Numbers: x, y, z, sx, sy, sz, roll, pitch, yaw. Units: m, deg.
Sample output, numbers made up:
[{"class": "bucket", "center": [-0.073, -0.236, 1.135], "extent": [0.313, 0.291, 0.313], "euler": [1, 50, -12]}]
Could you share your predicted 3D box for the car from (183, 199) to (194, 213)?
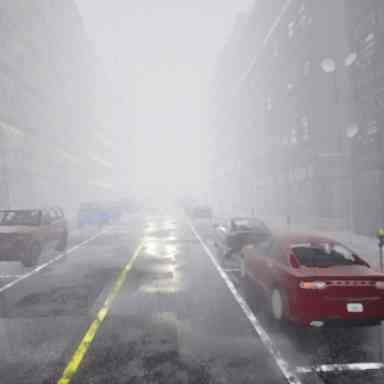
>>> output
[{"class": "car", "center": [0.376, 1.722, 34.628], "extent": [1.887, 1.381, 4.507], "euler": [1, 0, -4]}]

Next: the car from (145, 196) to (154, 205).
[{"class": "car", "center": [-10.059, 1.907, 72.794], "extent": [2.192, 1.841, 5.009], "euler": [1, -1, -4]}]

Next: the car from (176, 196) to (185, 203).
[{"class": "car", "center": [-2.961, 1.910, 84.298], "extent": [2.192, 1.841, 5.009], "euler": [0, -1, -4]}]

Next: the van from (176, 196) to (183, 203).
[{"class": "van", "center": [-3.329, 1.992, 89.817], "extent": [1.690, 1.788, 3.998], "euler": [0, -1, -4]}]

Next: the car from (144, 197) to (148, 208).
[{"class": "car", "center": [-8.960, 2.014, 56.239], "extent": [1.947, 1.339, 4.313], "euler": [1, 0, -4]}]

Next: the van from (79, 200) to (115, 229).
[{"class": "van", "center": [-6.754, 1.546, 23.130], "extent": [1.690, 1.788, 3.998], "euler": [1, 0, -4]}]

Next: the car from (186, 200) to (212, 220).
[{"class": "car", "center": [0.743, 1.683, 29.110], "extent": [1.887, 1.381, 4.507], "euler": [1, 0, -4]}]

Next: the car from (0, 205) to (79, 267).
[{"class": "car", "center": [-6.019, 1.453, 12.096], "extent": [2.192, 1.841, 5.009], "euler": [1, 0, -4]}]

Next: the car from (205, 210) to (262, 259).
[{"class": "car", "center": [1.844, 1.586, 12.555], "extent": [2.008, 1.369, 4.403], "euler": [1, 0, -4]}]

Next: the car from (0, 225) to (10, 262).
[{"class": "car", "center": [-5.643, 1.632, 6.405], "extent": [1.752, 1.417, 4.829], "euler": [1, 0, -4]}]

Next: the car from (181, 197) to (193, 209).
[{"class": "car", "center": [0.017, 1.657, 40.149], "extent": [1.967, 1.590, 4.097], "euler": [1, 0, -4]}]

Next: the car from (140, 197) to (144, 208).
[{"class": "car", "center": [-8.222, 1.677, 45.203], "extent": [2.192, 1.841, 5.009], "euler": [1, 0, -4]}]

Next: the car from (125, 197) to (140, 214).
[{"class": "car", "center": [-7.855, 1.636, 39.686], "extent": [2.192, 1.841, 5.009], "euler": [1, 0, -4]}]

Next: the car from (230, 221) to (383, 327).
[{"class": "car", "center": [2.211, 1.549, 7.036], "extent": [1.887, 1.381, 4.507], "euler": [1, 0, -4]}]

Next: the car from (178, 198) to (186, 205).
[{"class": "car", "center": [-2.229, 2.071, 73.258], "extent": [1.802, 1.307, 4.206], "euler": [0, -1, -4]}]

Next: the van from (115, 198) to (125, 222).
[{"class": "van", "center": [-7.122, 1.583, 28.649], "extent": [1.690, 1.788, 3.998], "euler": [1, 0, -4]}]

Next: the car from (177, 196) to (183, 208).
[{"class": "car", "center": [-0.758, 1.616, 51.184], "extent": [2.192, 1.841, 5.009], "euler": [1, 0, -4]}]

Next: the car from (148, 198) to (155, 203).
[{"class": "car", "center": [-11.530, 2.393, 94.866], "extent": [1.802, 1.307, 4.206], "euler": [0, -1, -4]}]
